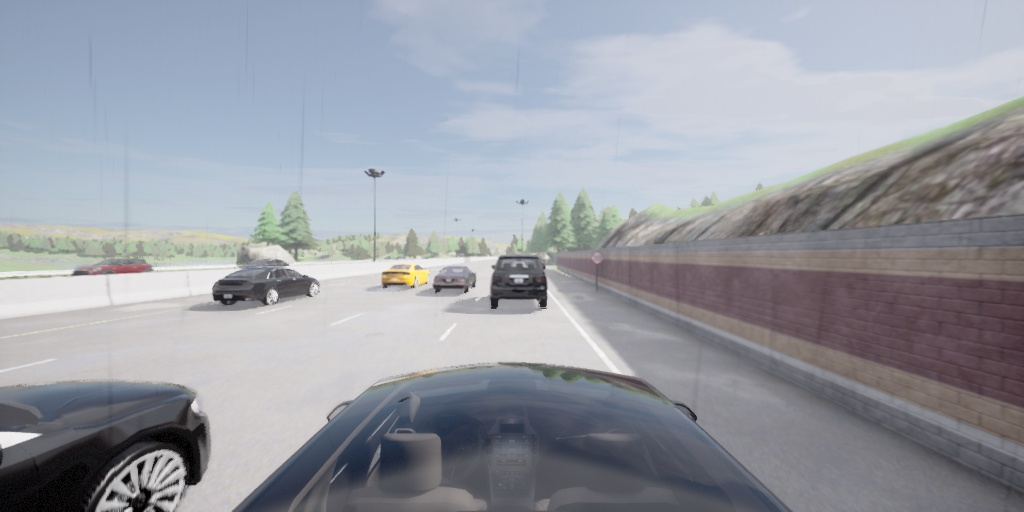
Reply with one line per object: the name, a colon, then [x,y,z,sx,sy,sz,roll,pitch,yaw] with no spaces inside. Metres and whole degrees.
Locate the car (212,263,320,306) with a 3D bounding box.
car: [-10.215,1.204,15.355,1.837,1.490,4.892,0,0,1]

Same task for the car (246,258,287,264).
car: [-20.606,0.953,29.904,1.837,1.490,4.892,0,0,1]

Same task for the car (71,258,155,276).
car: [-31.156,0.971,28.166,2.097,1.767,4.553,0,0,1]

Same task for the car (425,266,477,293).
car: [-3.145,1.259,20.493,2.033,1.411,5.357,0,0,1]

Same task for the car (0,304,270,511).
car: [-3.338,1.233,0.898,2.128,1.511,4.902,0,0,0]

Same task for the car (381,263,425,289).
car: [-6.611,1.175,22.739,1.882,1.535,5.008,0,0,1]

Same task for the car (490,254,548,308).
car: [0.279,0.951,15.170,2.150,2.045,5.566,0,0,1]
